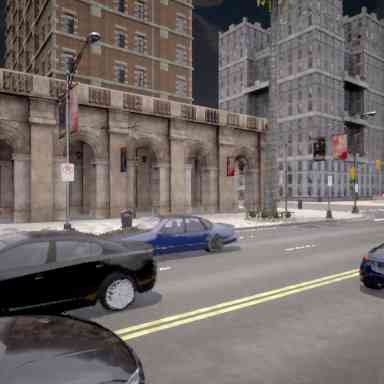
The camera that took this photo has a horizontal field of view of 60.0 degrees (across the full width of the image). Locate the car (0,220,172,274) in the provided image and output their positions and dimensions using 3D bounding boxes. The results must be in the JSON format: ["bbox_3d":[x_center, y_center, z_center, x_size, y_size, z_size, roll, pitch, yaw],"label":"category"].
[{"bbox_3d":[-3.048,1.477,6.122,5.008,1.535,1.882,0,0,-35],"label":"car"}]

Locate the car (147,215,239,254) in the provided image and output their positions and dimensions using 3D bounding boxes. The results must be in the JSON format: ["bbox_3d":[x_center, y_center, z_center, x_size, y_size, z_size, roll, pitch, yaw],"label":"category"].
[{"bbox_3d":[-0.767,1.547,12.036,5.357,1.411,2.033,0,0,-35],"label":"car"}]

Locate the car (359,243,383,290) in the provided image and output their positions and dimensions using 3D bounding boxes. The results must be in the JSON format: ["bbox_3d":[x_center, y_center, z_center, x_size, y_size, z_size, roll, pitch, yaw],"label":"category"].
[{"bbox_3d":[5.843,1.564,7.911,4.181,1.385,1.994,0,0,-36],"label":"car"}]

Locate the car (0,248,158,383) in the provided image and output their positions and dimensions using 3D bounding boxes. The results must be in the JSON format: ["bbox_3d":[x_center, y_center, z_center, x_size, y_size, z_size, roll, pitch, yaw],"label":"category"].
[{"bbox_3d":[-2.607,1.492,1.890,4.902,1.511,2.128,0,0,-35],"label":"car"}]
